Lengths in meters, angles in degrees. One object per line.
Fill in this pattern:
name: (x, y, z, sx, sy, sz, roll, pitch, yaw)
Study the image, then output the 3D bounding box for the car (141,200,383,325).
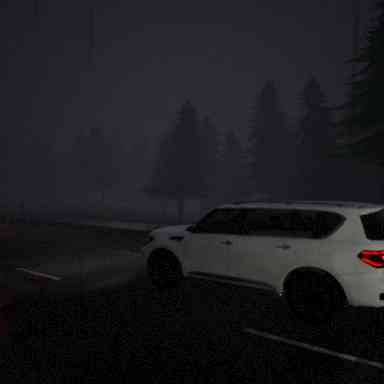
car: (1.385, 1.201, 7.303, 5.566, 2.045, 2.150, 0, 0, 36)
